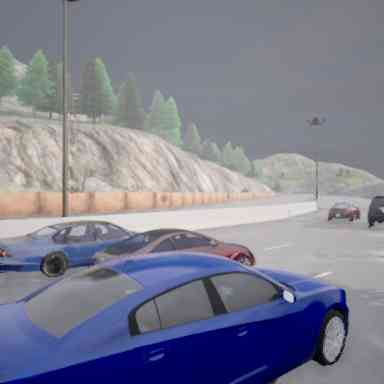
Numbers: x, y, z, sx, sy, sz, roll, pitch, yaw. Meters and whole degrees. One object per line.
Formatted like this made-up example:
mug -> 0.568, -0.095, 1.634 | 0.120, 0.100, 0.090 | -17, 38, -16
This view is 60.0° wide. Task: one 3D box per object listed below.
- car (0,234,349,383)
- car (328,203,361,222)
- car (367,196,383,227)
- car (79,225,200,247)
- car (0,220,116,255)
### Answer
car -> -0.001, 1.494, 4.073 | 5.008, 1.535, 1.882 | 0, 0, -37
car -> 12.363, 1.585, 26.959 | 1.812, 1.442, 4.674 | 0, 0, 36
car -> 13.437, 1.262, 22.421 | 2.150, 2.045, 5.566 | 0, 0, 38
car -> -0.332, 1.596, 8.297 | 4.181, 1.385, 1.994 | 0, 0, -39
car -> -3.160, 1.595, 10.365 | 5.357, 1.411, 2.033 | 0, 0, -39
